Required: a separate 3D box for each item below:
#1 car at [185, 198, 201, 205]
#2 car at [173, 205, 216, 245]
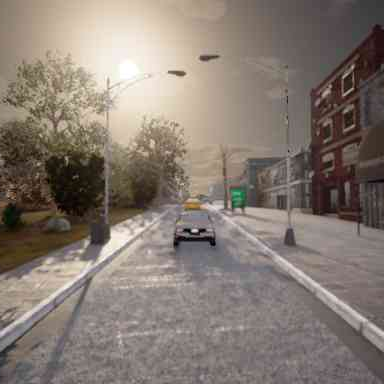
[{"bbox_3d":[0.108,1.527,42.404,1.882,1.535,5.008,0,1,0],"label":"car"},{"bbox_3d":[0.106,1.573,15.597,2.033,1.411,5.357,0,0,0],"label":"car"}]
